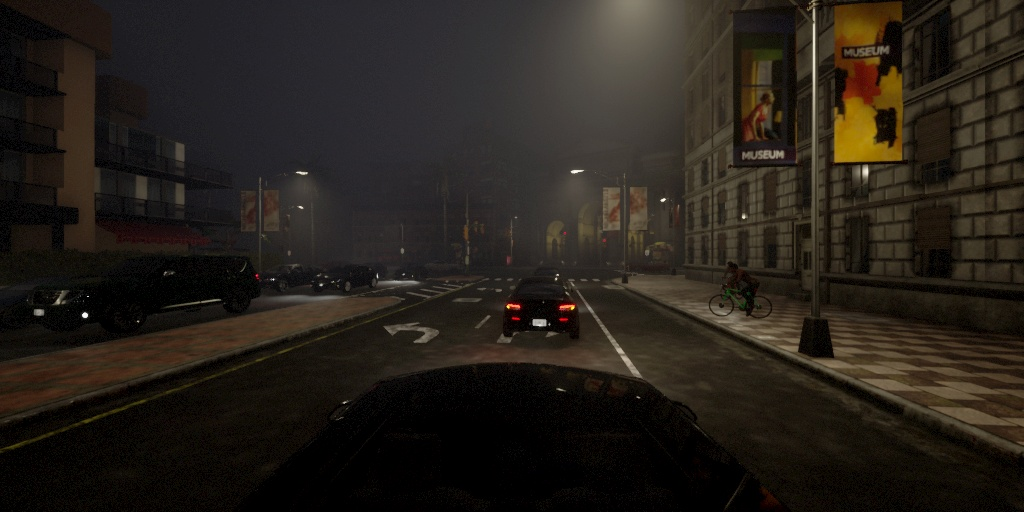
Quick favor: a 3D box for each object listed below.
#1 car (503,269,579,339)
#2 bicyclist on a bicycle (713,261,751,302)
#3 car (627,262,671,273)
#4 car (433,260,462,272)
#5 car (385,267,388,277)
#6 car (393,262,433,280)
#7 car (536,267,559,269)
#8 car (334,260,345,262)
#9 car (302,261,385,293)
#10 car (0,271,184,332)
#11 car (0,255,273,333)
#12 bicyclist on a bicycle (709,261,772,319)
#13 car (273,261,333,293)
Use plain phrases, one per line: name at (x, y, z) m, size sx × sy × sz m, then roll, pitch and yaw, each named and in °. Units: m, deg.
car at (0.859, 1.276, 10.039) m, size 1.812 × 1.442 × 4.674 m, roll 0°, pitch 0°, yaw 7°
bicyclist on a bicycle at (9.246, 1.050, 15.035) m, size 1.656 × 1.620 × 0.582 m, roll 0°, pitch 0°, yaw -28°
car at (16.151, 1.350, 42.450) m, size 4.718 × 1.301 × 1.895 m, roll 0°, pitch 0°, yaw 7°
car at (-8.659, 1.275, 45.461) m, size 4.674 × 1.442 × 1.812 m, roll 0°, pitch 0°, yaw 7°
car at (-12.405, 1.297, 31.491) m, size 2.033 × 1.411 × 5.357 m, roll 0°, pitch 0°, yaw -4°
car at (-8.656, 1.314, 31.025) m, size 1.994 × 1.385 × 4.181 m, roll 0°, pitch 0°, yaw 3°
car at (1.888, 1.276, 18.884) m, size 1.812 × 1.442 × 4.674 m, roll 0°, pitch 0°, yaw 6°
car at (-20.119, 1.228, 42.323) m, size 5.008 × 1.535 × 1.882 m, roll 0°, pitch 0°, yaw 21°
car at (-9.632, 1.255, 21.012) m, size 1.837 × 1.490 × 4.892 m, roll 0°, pitch 0°, yaw 7°
car at (-14.225, 1.297, 11.573) m, size 2.033 × 1.411 × 5.357 m, roll 0°, pitch 0°, yaw 7°
car at (-10.733, 0.971, 11.157) m, size 2.150 × 2.045 × 5.566 m, roll 0°, pitch 0°, yaw 8°
bicyclist on a bicycle at (6.835, 1.051, 10.769) m, size 1.656 × 1.620 × 0.582 m, roll 0°, pitch 0°, yaw 22°
car at (-13.159, 1.241, 21.095) m, size 2.128 × 1.511 × 4.902 m, roll 0°, pitch 0°, yaw 6°
